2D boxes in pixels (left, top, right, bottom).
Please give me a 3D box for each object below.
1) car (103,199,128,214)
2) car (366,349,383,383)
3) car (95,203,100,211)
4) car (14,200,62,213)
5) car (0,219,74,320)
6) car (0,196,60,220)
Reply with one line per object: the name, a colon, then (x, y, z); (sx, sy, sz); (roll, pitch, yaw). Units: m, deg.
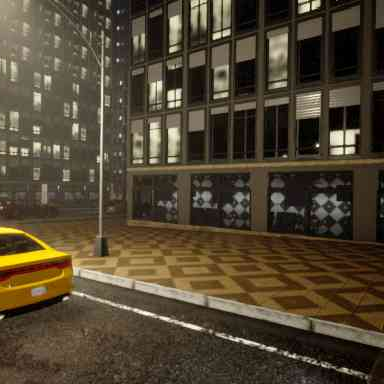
car: (-7.618, 1.829, 38.831); (1.752, 1.417, 4.829); (1, 0, 36)
car: (3.522, 1.548, 1.186); (5.357, 1.411, 2.033); (0, 0, 35)
car: (-10.688, 1.740, 44.414); (1.837, 1.490, 4.892); (1, 0, 36)
car: (-17.913, 1.641, 38.964); (1.752, 1.417, 4.829); (1, 0, 36)
car: (-4.540, 1.474, 6.890); (5.008, 1.535, 1.882); (0, 0, 35)
car: (-14.388, 1.518, 29.599); (2.192, 1.841, 5.009); (1, 0, 36)
